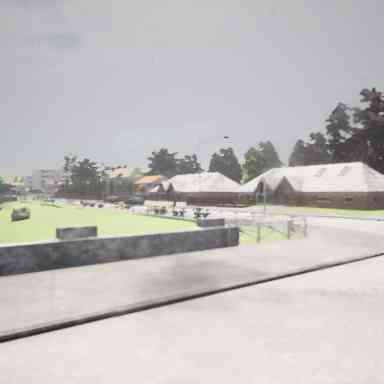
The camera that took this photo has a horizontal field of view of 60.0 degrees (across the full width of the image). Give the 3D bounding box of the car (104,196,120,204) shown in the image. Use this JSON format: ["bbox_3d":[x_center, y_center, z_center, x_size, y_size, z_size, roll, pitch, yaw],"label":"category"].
[{"bbox_3d":[-15.671,1.513,65.046,1.837,1.490,4.892,0,0,-36],"label":"car"}]

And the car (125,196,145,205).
[{"bbox_3d":[-9.774,1.500,56.781,2.128,1.511,4.902,0,0,-35],"label":"car"}]
